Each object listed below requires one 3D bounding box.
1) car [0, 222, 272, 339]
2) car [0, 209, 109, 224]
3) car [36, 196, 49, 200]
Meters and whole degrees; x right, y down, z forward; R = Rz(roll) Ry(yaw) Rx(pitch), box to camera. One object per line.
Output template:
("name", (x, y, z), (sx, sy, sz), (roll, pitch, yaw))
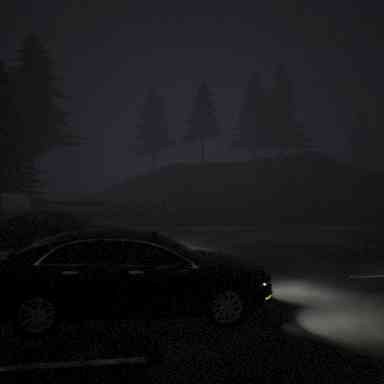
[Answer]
("car", (-1.025, 1.426, 5.950), (4.892, 1.490, 1.837), (1, 1, -8))
("car", (-5.092, 1.360, 12.431), (5.357, 1.411, 2.033), (0, 1, -8))
("car", (-21.663, 0.821, 47.928), (2.033, 1.411, 5.357), (0, 1, -21))
